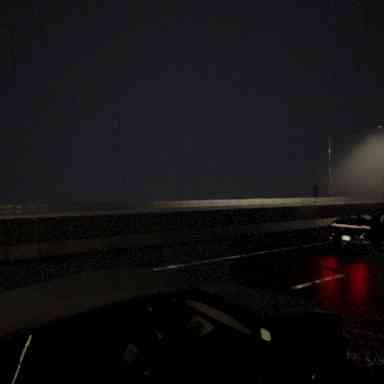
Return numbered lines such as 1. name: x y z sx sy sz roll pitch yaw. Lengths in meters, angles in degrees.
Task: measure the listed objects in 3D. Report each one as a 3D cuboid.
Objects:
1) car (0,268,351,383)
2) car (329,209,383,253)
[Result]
1. car: -0.674 1.543 3.265 5.357 1.411 2.033 0 0 -36
2. car: 7.547 1.440 13.431 4.902 1.511 2.128 0 0 -35
